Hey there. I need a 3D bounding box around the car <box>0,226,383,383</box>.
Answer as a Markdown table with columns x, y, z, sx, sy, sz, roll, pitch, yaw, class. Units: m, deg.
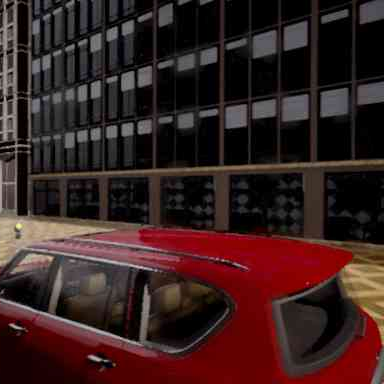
| x | y | z | sx | sy | sz | roll | pitch | yaw | class |
| --- | --- | --- | --- | --- | --- | --- | --- | --- | --- |
| -0.792 | 1.302 | 3.439 | 5.009 | 1.841 | 2.192 | 0 | 0 | 35 | car |
